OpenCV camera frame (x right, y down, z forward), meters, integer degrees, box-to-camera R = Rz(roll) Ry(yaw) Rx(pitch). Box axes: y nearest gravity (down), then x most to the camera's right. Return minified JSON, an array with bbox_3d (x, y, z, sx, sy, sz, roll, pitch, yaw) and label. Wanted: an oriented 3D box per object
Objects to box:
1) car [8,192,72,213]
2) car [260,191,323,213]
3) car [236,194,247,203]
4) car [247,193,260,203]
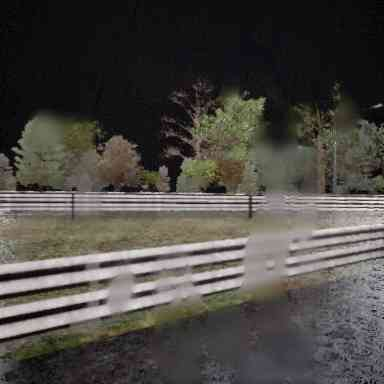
[{"bbox_3d":[-10.258,0.687,22.735,4.181,1.385,1.994,1,0,-12],"label":"car"},{"bbox_3d":[8.184,0.720,26.616,4.553,1.767,2.097,1,0,-12],"label":"car"},{"bbox_3d":[6.827,0.846,33.485,4.892,1.490,1.837,1,0,-12],"label":"car"},{"bbox_3d":[7.530,0.922,30.057,4.181,1.385,1.994,1,0,-12],"label":"car"}]
